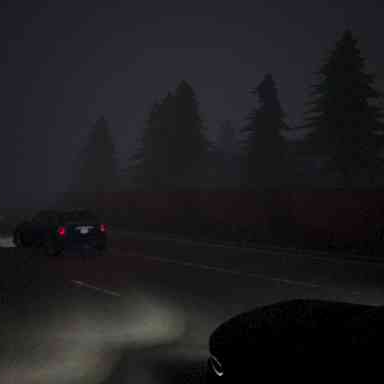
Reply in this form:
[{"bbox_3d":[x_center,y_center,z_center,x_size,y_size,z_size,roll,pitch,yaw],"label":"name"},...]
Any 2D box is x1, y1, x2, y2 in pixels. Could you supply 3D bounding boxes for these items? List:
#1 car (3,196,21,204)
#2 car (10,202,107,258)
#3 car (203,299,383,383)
[{"bbox_3d":[-39.854,1.674,73.708,2.097,1.767,4.553,0,0,0],"label":"car"},{"bbox_3d":[-5.424,1.439,13.468,4.553,1.767,2.097,0,-1,43],"label":"car"},{"bbox_3d":[2.412,1.498,2.391,5.008,1.535,1.882,0,0,35],"label":"car"}]
